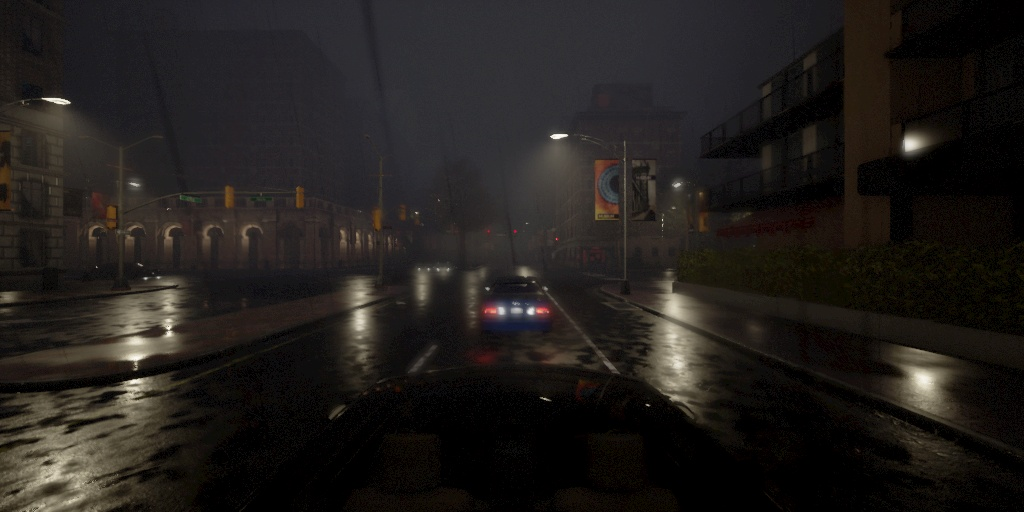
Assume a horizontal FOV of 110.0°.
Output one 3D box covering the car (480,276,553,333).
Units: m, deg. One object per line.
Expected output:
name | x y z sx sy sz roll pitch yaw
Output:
car | 0.146 1.297 10.685 2.033 1.411 5.357 0 0 1

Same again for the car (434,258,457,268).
car | -11.049 1.099 59.636 2.097 1.767 4.553 0 0 1

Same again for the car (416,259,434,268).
car | -14.516 1.224 61.705 1.882 1.535 5.008 0 0 1

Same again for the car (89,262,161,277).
car | -37.185 1.296 34.512 5.357 1.411 2.033 0 0 0
